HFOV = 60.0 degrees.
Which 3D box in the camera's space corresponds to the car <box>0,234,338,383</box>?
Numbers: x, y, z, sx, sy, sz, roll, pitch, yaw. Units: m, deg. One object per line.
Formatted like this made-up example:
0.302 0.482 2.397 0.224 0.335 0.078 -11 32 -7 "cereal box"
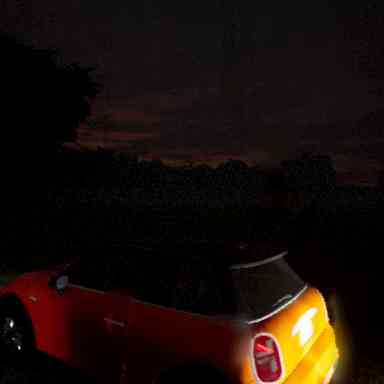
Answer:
-0.639 1.355 4.420 4.553 1.767 2.097 0 0 36 "car"
